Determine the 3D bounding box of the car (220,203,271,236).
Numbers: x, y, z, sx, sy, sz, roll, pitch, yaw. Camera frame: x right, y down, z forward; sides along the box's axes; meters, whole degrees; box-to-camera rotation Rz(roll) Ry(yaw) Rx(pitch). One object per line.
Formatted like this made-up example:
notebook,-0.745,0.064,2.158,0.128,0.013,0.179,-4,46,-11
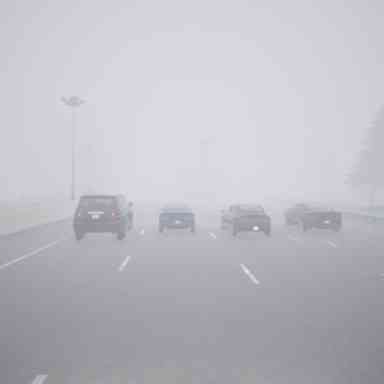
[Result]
car,2.701,1.370,17.470,1.837,1.490,4.892,0,0,-5

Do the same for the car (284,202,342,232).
car,6.701,1.328,18.931,1.882,1.535,5.008,0,0,0

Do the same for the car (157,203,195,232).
car,-0.947,1.336,18.962,1.882,1.535,5.008,0,0,-5

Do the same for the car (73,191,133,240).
car,-4.218,1.101,16.490,2.150,2.045,5.566,0,0,-5
